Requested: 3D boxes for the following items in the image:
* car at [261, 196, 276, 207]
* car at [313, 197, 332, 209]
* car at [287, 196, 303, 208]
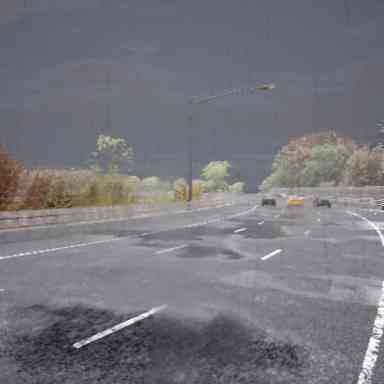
[{"bbox_3d":[11.114,1.304,48.080,1.882,1.535,5.008,1,0,11],"label":"car"},{"bbox_3d":[17.653,1.419,45.220,1.837,1.490,4.892,1,0,13],"label":"car"},{"bbox_3d":[14.294,1.350,46.202,1.882,1.535,5.008,1,0,12],"label":"car"}]
